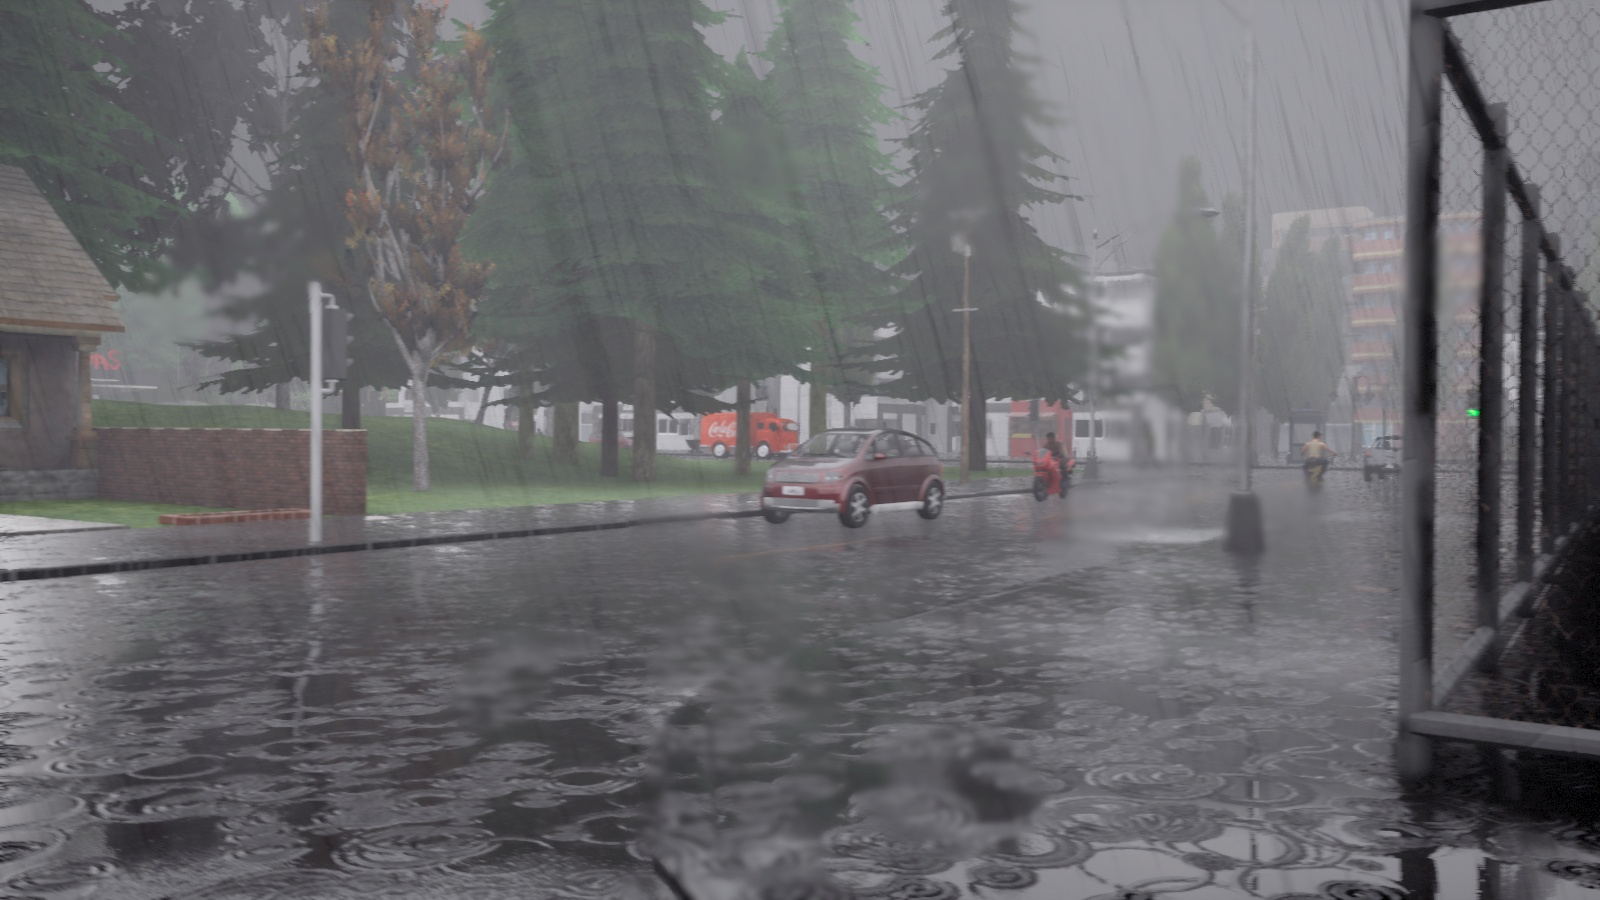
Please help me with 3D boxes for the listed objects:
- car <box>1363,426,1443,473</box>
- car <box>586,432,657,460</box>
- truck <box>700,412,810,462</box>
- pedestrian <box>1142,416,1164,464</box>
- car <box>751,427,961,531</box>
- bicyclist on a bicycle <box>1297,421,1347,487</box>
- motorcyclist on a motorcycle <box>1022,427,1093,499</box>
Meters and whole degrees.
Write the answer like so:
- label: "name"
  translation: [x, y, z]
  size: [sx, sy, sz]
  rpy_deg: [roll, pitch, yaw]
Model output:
- label: "car"
  translation: [20.090, -0.049, 41.766]
  size: [1.845, 1.501, 3.633]
  rpy_deg: [0, 1, 34]
- label: "car"
  translation: [-10.077, -0.216, 70.773]
  size: [3.705, 1.549, 1.789]
  rpy_deg: [0, 1, 34]
- label: "truck"
  translation: [-2.372, -0.679, 65.560]
  size: [5.204, 2.467, 2.627]
  rpy_deg: [0, 1, 34]
- label: "pedestrian"
  translation: [13.508, -0.382, 48.082]
  size: [0.709, 1.840, 0.431]
  rpy_deg: [0, 1, 40]
- label: "car"
  translation: [1.015, 0.402, 20.665]
  size: [1.789, 1.549, 3.705]
  rpy_deg: [0, 1, 33]
- label: "bicyclist on a bicycle"
  translation: [13.034, 0.092, 31.322]
  size: [0.866, 1.612, 1.509]
  rpy_deg: [0, 1, 34]
- label: "motorcyclist on a motorcycle"
  translation: [5.656, 0.262, 27.530]
  size: [0.797, 1.523, 2.044]
  rpy_deg: [0, 1, 34]
